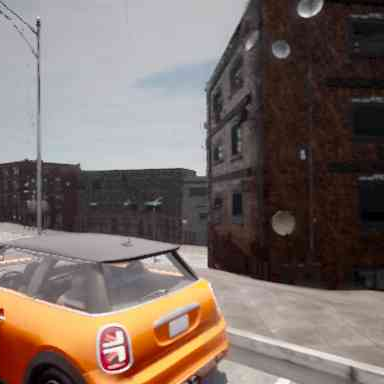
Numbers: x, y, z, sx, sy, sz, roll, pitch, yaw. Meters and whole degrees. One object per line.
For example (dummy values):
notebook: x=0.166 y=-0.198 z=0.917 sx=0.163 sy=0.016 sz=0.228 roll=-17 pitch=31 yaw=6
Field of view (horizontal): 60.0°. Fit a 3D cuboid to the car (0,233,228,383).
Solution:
car: x=-1.861 y=1.361 z=4.578 sx=4.553 sy=1.767 sz=2.185 roll=0 pitch=0 yaw=35
